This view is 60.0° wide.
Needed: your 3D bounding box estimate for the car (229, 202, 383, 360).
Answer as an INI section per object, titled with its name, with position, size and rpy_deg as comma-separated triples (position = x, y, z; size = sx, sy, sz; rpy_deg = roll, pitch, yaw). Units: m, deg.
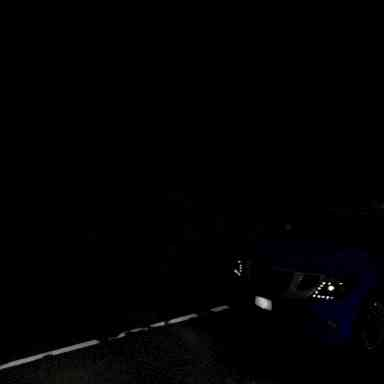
[car]
position = 3.258, 1.230, 6.332
size = 5.566, 2.045, 2.150
rpy_deg = 0, 0, -36
